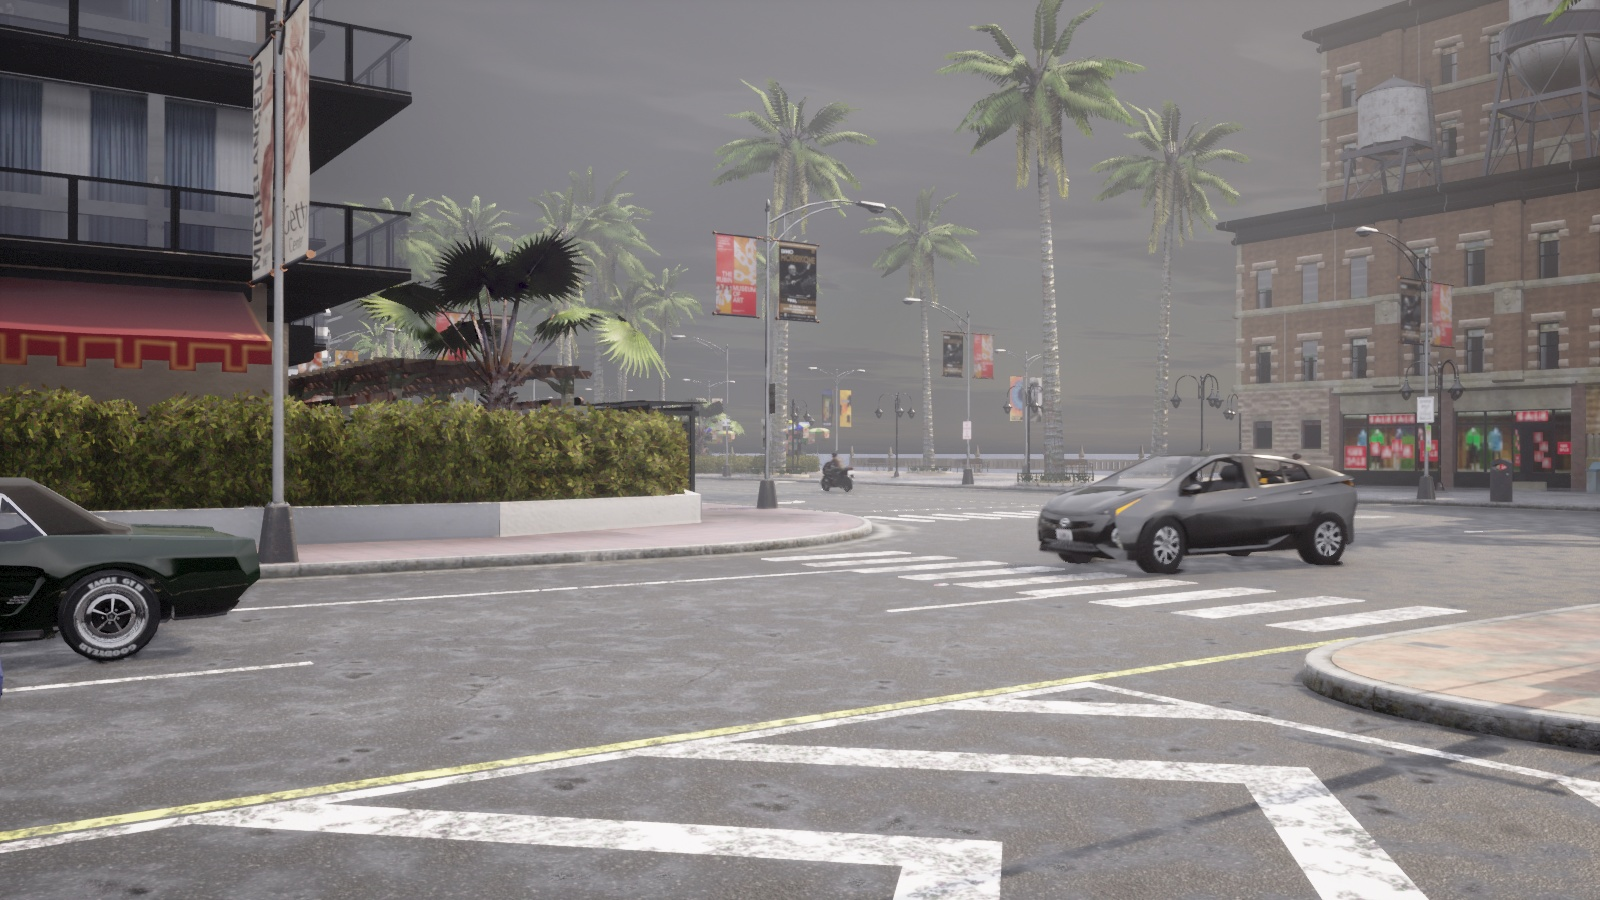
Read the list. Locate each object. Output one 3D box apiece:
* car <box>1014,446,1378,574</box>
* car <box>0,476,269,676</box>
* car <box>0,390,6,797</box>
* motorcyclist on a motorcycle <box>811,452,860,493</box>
[{"bbox_3d":[5.339,0.722,16.893,4.514,1.525,2.007,0,0,-26],"label":"car"},{"bbox_3d":[-6.481,0.881,8.894,4.718,1.301,1.895,0,0,-35],"label":"car"},{"bbox_3d":[-5.925,0.628,5.020,4.553,1.767,2.097,0,0,-35],"label":"car"},{"bbox_3d":[1.351,0.841,47.830,0.797,1.523,2.044,0,0,-34],"label":"motorcyclist on a motorcycle"}]
